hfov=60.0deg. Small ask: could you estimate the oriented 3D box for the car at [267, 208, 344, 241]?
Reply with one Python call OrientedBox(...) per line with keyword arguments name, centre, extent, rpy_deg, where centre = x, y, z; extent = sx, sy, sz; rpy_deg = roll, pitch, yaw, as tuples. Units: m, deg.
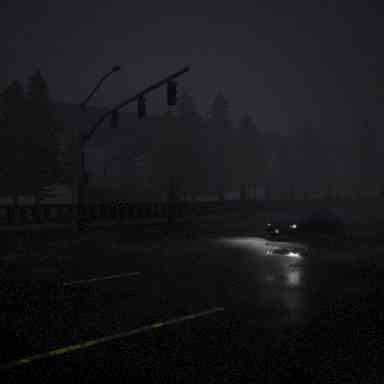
OrientedBox(name="car", centre=(5.807, 1.526, 16.698), extent=(4.674, 1.442, 1.812), rpy_deg=(0, 0, -36))
